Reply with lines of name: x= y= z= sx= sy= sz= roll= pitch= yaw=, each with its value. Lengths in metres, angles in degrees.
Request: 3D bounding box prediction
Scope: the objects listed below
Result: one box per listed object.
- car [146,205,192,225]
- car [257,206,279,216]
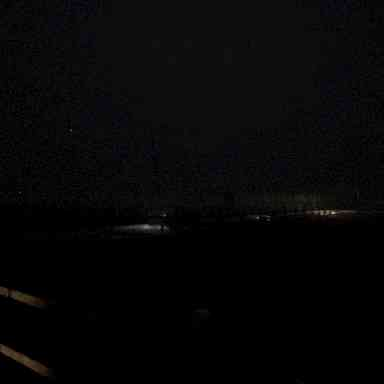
car: x=-1.975 y=1.927 z=29.535 sx=2.097 sy=1.767 sz=4.553 roll=1 pitch=-1 yaw=35
car: x=11.050 y=2.708 z=48.086 sx=1.994 sy=1.385 sz=4.181 roll=1 pitch=-1 yaw=35
